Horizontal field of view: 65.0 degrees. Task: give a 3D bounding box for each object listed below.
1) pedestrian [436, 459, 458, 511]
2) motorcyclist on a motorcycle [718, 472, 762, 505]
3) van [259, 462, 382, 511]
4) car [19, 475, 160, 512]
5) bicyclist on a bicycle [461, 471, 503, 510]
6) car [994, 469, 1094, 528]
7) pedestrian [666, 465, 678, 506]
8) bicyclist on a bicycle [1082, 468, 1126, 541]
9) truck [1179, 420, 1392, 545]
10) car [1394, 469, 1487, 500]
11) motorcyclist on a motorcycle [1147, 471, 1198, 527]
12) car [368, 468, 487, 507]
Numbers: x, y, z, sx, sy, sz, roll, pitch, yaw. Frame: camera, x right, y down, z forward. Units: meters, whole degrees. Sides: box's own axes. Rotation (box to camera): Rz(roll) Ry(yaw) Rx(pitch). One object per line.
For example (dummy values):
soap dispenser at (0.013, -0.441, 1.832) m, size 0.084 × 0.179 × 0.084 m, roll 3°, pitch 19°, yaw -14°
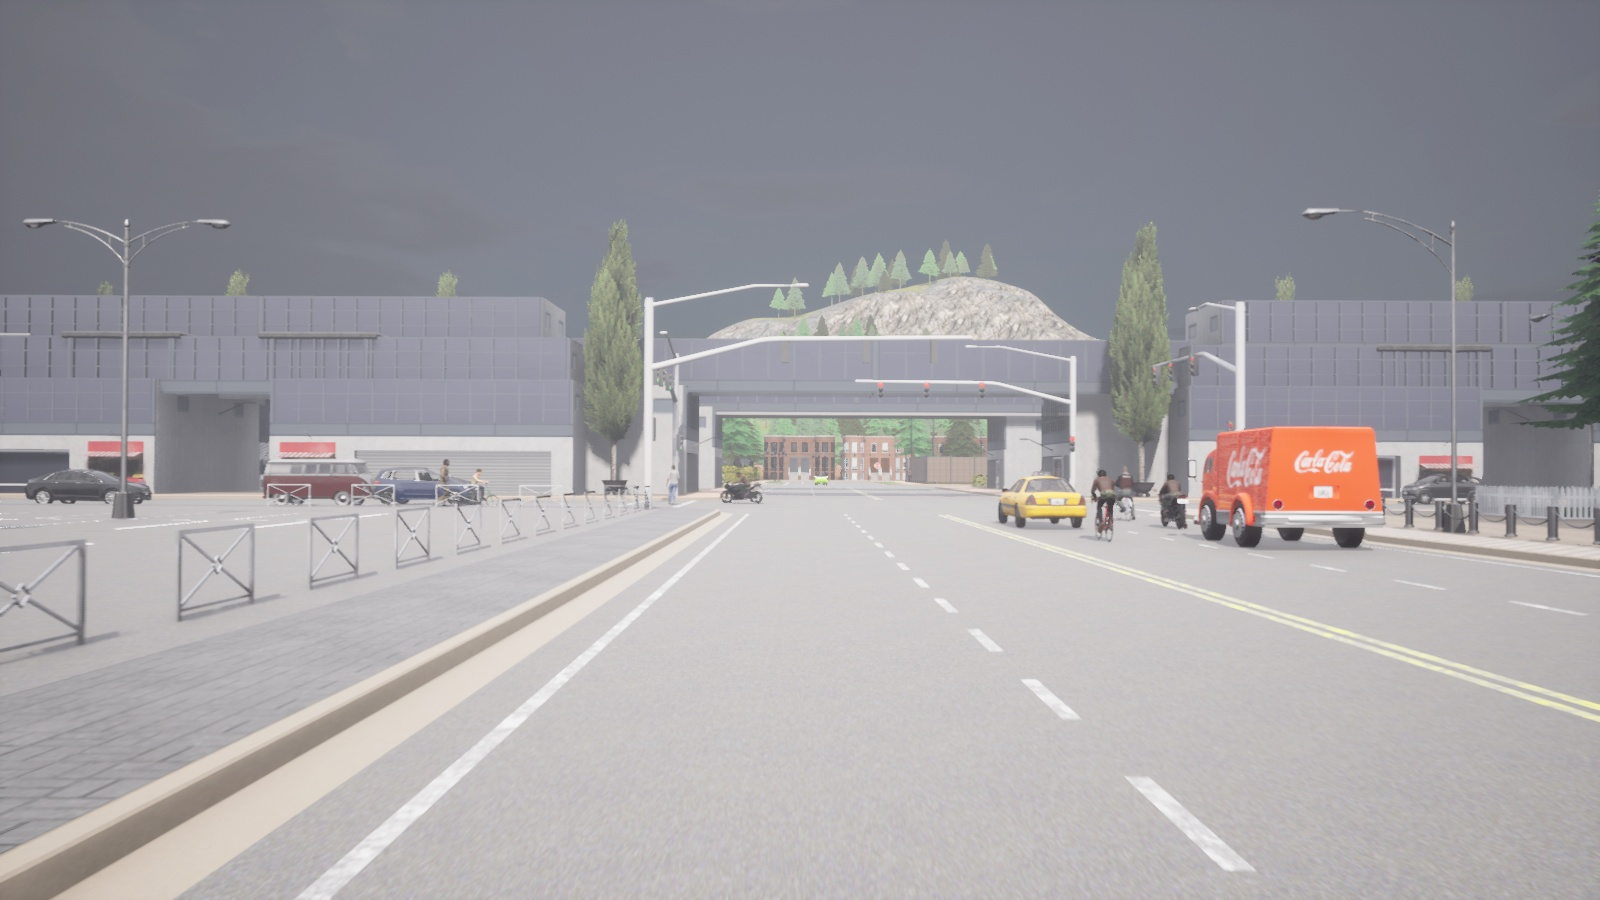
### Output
pedestrian at (-13.307, 1.319, 47.336) m, size 0.692 × 1.930 × 0.396 m, roll 0°, pitch -1°, yaw -2°
motorcyclist on a motorcycle at (-2.822, 1.796, 59.038) m, size 2.044 × 1.523 × 0.797 m, roll 0°, pitch -1°, yaw 0°
van at (-19.904, 1.521, 52.214) m, size 4.442 × 1.987 × 1.775 m, roll 0°, pitch -1°, yaw 1°
car at (-29.631, 1.816, 52.466) m, size 4.892 × 1.490 × 1.837 m, roll 0°, pitch -1°, yaw 2°
bicyclist on a bicycle at (-13.200, 1.676, 52.086) m, size 1.509 × 1.612 × 0.866 m, roll 0°, pitch -1°, yaw 1°
car at (6.913, 1.331, 36.156) m, size 1.801 × 1.575 × 5.366 m, roll 0°, pitch -1°, yaw 0°
pedestrian at (-5.755, 1.574, 56.545) m, size 0.354 × 1.836 × 0.706 m, roll 0°, pitch -1°, yaw -21°
bicyclist on a bicycle at (6.930, 1.220, 28.693) m, size 0.582 × 1.620 × 1.656 m, roll 0°, pitch -1°, yaw 0°
truck at (10.429, 0.733, 27.570) m, size 2.627 × 2.467 × 5.204 m, roll 0°, pitch -2°, yaw 0°
car at (31.956, 1.715, 62.727) m, size 3.705 × 1.549 × 1.789 m, roll 0°, pitch -1°, yaw 0°
motorcyclist on a motorcycle at (10.414, 1.344, 35.184) m, size 0.797 × 1.523 × 2.044 m, roll 0°, pitch -1°, yaw 0°
car at (-16.443, 1.656, 55.633) m, size 4.611 × 1.667 × 2.242 m, roll 0°, pitch -1°, yaw 1°
